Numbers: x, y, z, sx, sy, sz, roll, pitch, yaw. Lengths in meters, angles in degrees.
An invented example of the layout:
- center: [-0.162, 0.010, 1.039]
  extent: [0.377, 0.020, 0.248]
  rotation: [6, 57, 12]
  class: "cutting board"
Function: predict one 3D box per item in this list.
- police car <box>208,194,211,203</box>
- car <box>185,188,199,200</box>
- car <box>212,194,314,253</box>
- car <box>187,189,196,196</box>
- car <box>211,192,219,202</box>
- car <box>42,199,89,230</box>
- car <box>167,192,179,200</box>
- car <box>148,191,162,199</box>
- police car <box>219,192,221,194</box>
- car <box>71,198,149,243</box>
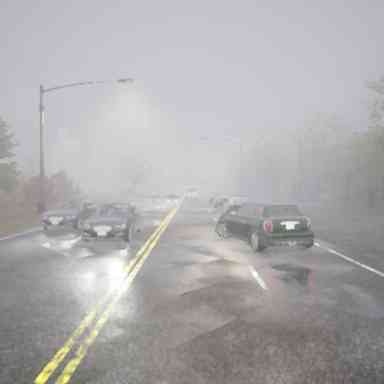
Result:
- center: [3.210, 0.733, 45.239]
  extent: [2.038, 1.542, 4.974]
  rotation: [0, 1, 0]
  class: "police car"
- center: [-0.049, 0.260, 55.879]
  extent: [2.150, 2.045, 5.566]
  rotation: [0, 1, 0]
  class: "car"
- center: [2.670, 1.126, 13.103]
  extent: [2.097, 1.767, 4.553]
  rotation: [0, 1, -16]
  class: "car"
- center: [-0.073, 0.111, 79.587]
  extent: [2.033, 1.411, 5.357]
  rotation: [0, 1, 0]
  class: "car"
- center: [3.220, 0.946, 34.237]
  extent: [1.812, 1.442, 4.674]
  rotation: [0, 1, 0]
  class: "car"
- center: [-6.614, 1.188, 18.529]
  extent: [2.128, 1.511, 4.902]
  rotation: [0, 1, 0]
  class: "car"
- center: [-3.345, 0.606, 57.642]
  extent: [1.895, 1.301, 4.718]
  rotation: [0, 1, 1]
  class: "car"
- center: [-6.593, 0.493, 59.646]
  extent: [1.812, 1.442, 4.674]
  rotation: [0, 1, 0]
  class: "car"
- center: [3.234, 1.028, 23.343]
  extent: [1.930, 1.638, 5.238]
  rotation: [0, 1, 0]
  class: "police car"
- center: [-3.362, 1.248, 14.870]
  extent: [2.128, 1.511, 4.902]
  rotation: [0, 1, 0]
  class: "car"
